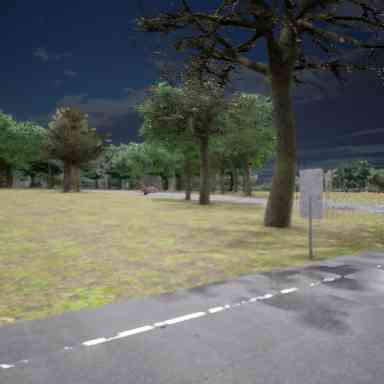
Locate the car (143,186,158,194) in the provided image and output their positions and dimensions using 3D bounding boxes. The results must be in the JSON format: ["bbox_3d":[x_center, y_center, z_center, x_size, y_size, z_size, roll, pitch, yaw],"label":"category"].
[{"bbox_3d":[-10.533,-0.511,83.922,2.150,2.045,5.566,-1,2,-28],"label":"car"}]
